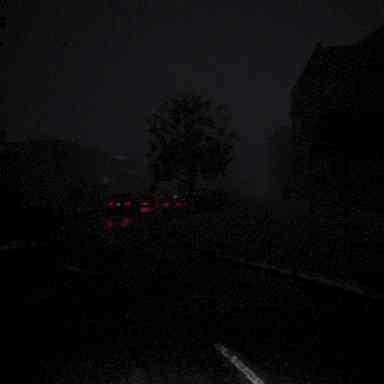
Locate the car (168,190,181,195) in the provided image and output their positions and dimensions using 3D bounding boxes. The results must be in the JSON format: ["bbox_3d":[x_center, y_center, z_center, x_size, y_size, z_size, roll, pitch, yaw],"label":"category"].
[{"bbox_3d":[-4.881,0.086,94.092,2.002,1.452,4.674,-1,1,16],"label":"car"}]

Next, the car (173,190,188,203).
[{"bbox_3d":[-1.352,0.901,54.348,1.837,1.490,4.892,-1,1,9],"label":"car"}]

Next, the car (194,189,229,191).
[{"bbox_3d":[2.487,0.821,46.711,4.553,1.767,2.185,-1,1,8],"label":"car"}]

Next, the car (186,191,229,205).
[{"bbox_3d":[2.089,1.009,43.989,4.892,1.521,2.231,-1,1,8],"label":"car"}]

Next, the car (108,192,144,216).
[{"bbox_3d":[-6.498,1.142,32.311,2.150,2.045,5.566,-1,1,1],"label":"car"}]

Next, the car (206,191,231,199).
[{"bbox_3d":[5.311,0.505,65.515,4.674,1.452,2.002,-1,1,11],"label":"car"}]

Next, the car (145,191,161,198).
[{"bbox_3d":[-9.076,0.536,77.969,2.163,1.488,4.792,-1,1,14],"label":"car"}]

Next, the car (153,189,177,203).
[{"bbox_3d":[-4.365,0.812,54.497,2.097,1.767,4.553,-1,1,9],"label":"car"}]

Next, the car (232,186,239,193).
[{"bbox_3d":[8.140,0.069,78.995,4.792,1.488,2.163,-1,1,14],"label":"car"}]

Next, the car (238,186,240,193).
[{"bbox_3d":[9.471,-0.373,84.285,5.566,2.045,2.435,-1,1,15],"label":"car"}]

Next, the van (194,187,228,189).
[{"bbox_3d":[2.703,0.661,49.461,4.442,1.987,1.878,-1,1,8],"label":"van"}]

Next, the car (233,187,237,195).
[{"bbox_3d":[6.918,0.220,73.543,4.892,1.521,2.231,-1,2,13],"label":"car"}]

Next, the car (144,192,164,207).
[{"bbox_3d":[-5.587,1.189,44.565,1.837,1.490,4.892,-1,1,8],"label":"car"}]

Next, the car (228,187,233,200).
[{"bbox_3d":[3.204,0.570,52.162,5.566,2.045,2.435,-1,1,8],"label":"car"}]
